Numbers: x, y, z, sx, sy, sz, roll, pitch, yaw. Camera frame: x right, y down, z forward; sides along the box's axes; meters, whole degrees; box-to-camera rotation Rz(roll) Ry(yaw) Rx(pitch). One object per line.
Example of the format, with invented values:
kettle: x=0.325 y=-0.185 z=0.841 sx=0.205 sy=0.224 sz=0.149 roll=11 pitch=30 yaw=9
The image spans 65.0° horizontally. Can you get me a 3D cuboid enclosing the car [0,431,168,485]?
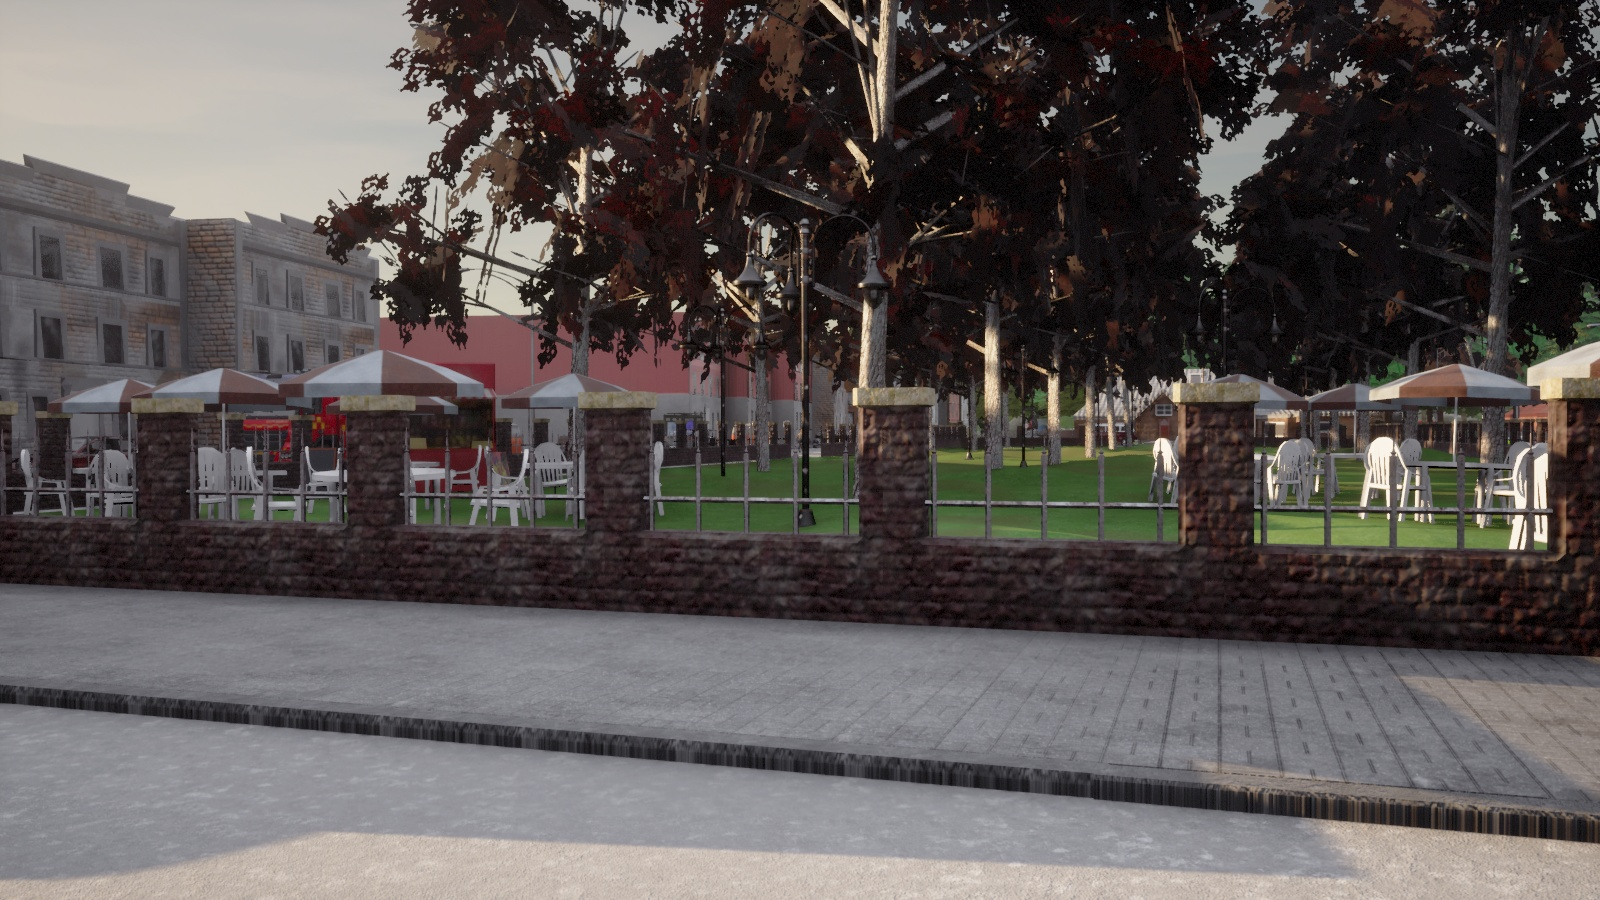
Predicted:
car: x=-20.693 y=0.180 z=36.370 sx=1.816 sy=1.474 sz=4.193 roll=1 pitch=1 yaw=18

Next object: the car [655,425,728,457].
car: x=-5.846 y=-0.511 z=68.335 sx=2.152 sy=1.651 sz=5.027 roll=1 pitch=1 yaw=19

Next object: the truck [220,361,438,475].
truck: x=-17.227 y=-1.152 z=46.772 sx=2.891 sy=3.827 sz=8.468 roll=1 pitch=1 yaw=18

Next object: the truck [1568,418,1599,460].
truck: x=48.672 y=-0.694 z=75.975 sx=2.627 sy=2.467 sz=5.204 roll=1 pitch=1 yaw=18

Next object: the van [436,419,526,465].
van: x=-14.172 y=-0.370 z=55.991 sx=1.775 sy=1.987 sz=4.442 roll=1 pitch=1 yaw=18
